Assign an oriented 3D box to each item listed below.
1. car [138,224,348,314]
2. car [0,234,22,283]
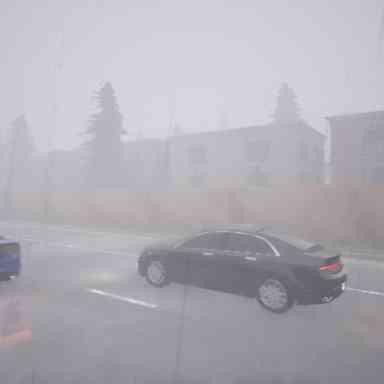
[{"bbox_3d":[0.883,1.513,7.661,4.892,1.490,1.837,0,0,35],"label":"car"},{"bbox_3d":[-6.355,1.497,8.521,5.008,1.535,1.882,0,0,35],"label":"car"}]
